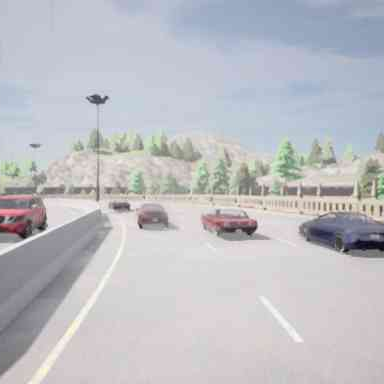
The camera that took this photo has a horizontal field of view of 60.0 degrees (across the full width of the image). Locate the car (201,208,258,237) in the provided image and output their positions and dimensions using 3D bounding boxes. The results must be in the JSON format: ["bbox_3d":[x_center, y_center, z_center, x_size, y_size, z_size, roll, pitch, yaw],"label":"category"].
[{"bbox_3d":[1.765,1.508,17.530,1.895,1.301,4.718,0,0,-10],"label":"car"}]

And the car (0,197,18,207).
[{"bbox_3d":[-29.618,1.544,53.638,1.837,1.490,4.892,0,0,-37],"label":"car"}]

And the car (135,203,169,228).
[{"bbox_3d":[-2.642,1.438,21.460,1.812,1.442,4.674,0,0,-13],"label":"car"}]

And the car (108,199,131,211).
[{"bbox_3d":[-8.742,1.489,39.516,1.895,1.301,4.718,0,0,-24],"label":"car"}]

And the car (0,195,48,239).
[{"bbox_3d":[-9.006,1.185,17.031,2.150,2.045,5.566,0,0,-11],"label":"car"}]

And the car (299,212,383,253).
[{"bbox_3d":[5.951,1.471,13.250,1.994,1.385,4.181,0,0,-7],"label":"car"}]

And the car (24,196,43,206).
[{"bbox_3d":[-26.274,1.480,55.100,1.882,1.535,5.008,-1,0,-37],"label":"car"}]
